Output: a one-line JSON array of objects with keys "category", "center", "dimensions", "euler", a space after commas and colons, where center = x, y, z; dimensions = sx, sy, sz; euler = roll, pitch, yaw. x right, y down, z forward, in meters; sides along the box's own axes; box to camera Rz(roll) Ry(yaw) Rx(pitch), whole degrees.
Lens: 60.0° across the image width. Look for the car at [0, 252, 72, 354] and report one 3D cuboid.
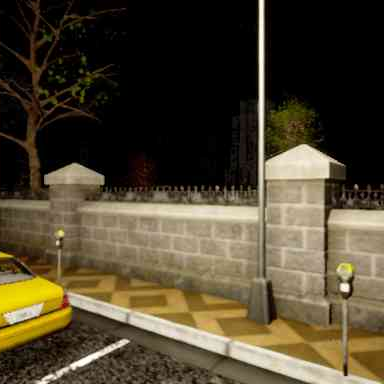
[{"category": "car", "center": [-4.008, 1.513, 5.565], "dimensions": [4.829, 1.417, 1.752], "euler": [0, 0, 35]}]
